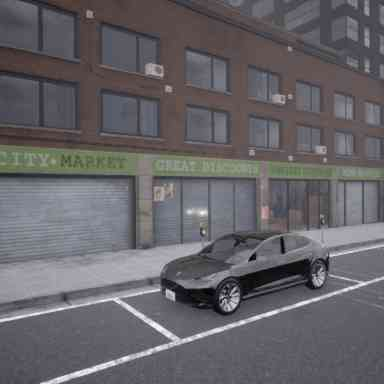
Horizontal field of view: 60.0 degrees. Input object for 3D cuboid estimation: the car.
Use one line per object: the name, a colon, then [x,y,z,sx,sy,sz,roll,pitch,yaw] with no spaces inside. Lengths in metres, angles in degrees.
car: [1.361,1.565,7.523,4.313,1.339,1.947,0,-1,-36]
